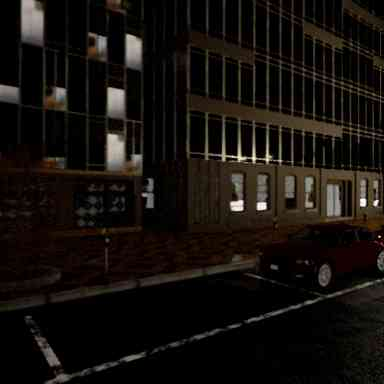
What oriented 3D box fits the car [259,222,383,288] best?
[{"bbox_3d":[3.806,1.565,9.269,4.507,1.381,1.887,0,0,-35],"label":"car"}]
